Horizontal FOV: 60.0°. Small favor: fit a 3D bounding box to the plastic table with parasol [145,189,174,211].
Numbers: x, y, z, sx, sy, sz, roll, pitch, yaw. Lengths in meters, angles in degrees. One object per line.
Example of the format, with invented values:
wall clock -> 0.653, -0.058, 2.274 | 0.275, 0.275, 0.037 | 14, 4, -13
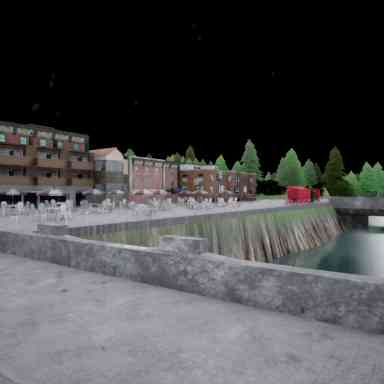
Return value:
plastic table with parasol -> -3.888, 0.925, 39.812 | 2.482, 2.480, 2.482 | 0, 0, 35
